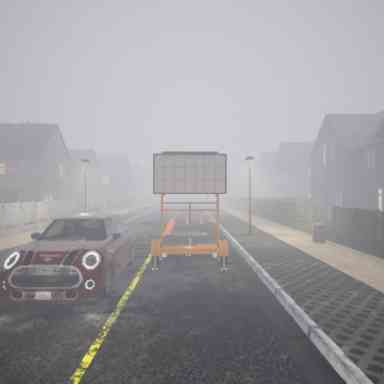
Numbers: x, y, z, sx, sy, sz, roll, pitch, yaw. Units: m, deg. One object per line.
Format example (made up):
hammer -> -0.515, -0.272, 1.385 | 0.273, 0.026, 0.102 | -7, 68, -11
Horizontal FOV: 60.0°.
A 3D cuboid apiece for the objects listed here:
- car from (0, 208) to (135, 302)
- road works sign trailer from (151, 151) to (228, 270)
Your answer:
car -> -2.806, 1.354, 8.490 | 2.097, 1.767, 4.553 | 0, 0, 0
road works sign trailer -> -0.069, 0.467, 10.996 | 2.380, 3.560, 2.880 | 0, 0, 0
